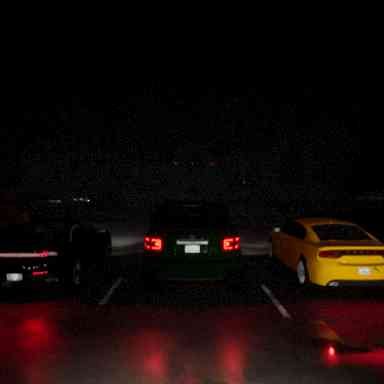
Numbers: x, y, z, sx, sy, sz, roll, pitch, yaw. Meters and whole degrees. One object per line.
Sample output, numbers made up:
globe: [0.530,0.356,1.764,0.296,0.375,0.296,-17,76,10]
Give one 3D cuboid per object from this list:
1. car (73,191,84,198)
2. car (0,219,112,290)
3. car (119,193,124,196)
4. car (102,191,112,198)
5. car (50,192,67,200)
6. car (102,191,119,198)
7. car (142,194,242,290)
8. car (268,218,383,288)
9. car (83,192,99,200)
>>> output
car: [-29.798,0.643,88.124,2.150,2.045,5.566,0,0,-7]
car: [-3.522,1.464,9.012,2.128,1.511,4.902,0,0,0]
car: [-19.714,0.933,91.560,2.033,1.411,5.357,0,0,-7]
car: [-23.020,0.629,90.093,2.150,2.045,5.566,0,0,-7]
car: [-29.183,0.888,72.730,2.097,1.767,4.553,0,0,-1]
car: [-18.730,0.738,75.529,2.150,2.045,5.566,0,0,-1]
car: [-0.014,1.194,9.156,2.150,2.045,5.566,0,0,0]
car: [3.475,1.450,9.211,1.882,1.535,5.008,0,0,0]
car: [-22.217,1.071,74.759,1.994,1.385,4.181,0,0,-1]
